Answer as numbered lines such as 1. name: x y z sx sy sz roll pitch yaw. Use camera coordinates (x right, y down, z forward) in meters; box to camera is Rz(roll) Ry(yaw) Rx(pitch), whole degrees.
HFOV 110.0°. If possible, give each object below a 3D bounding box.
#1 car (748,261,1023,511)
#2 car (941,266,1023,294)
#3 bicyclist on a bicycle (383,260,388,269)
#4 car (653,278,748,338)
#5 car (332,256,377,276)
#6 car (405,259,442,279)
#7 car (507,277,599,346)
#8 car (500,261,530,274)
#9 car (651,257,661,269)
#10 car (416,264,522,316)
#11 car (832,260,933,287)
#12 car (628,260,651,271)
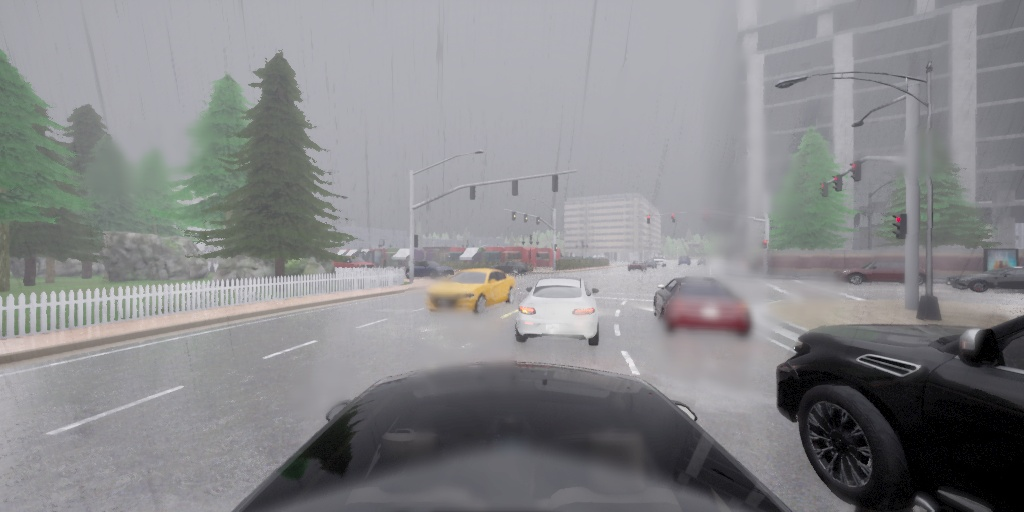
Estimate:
1. car: 3.737 0.971 1.208 2.150 2.045 5.566 0 0 0
2. car: 28.023 1.331 20.145 4.674 1.442 1.812 0 0 29
3. bicyclist on a bicycle: -15.686 1.258 44.313 0.582 1.620 1.656 0 0 -22
4. car: 5.307 1.314 10.435 1.994 1.385 4.181 0 0 17
5. car: -16.568 1.027 37.247 5.566 2.045 2.150 0 0 29
6. car: -7.286 1.157 31.969 4.553 1.767 2.097 0 0 30
7. car: 1.285 1.276 9.432 1.812 1.442 4.674 0 0 11
8. car: -0.384 1.312 40.352 4.892 1.490 1.837 0 0 30
9. car: 22.155 1.297 57.681 2.033 1.411 5.357 0 0 30
10. car: -1.356 1.227 13.778 1.882 1.535 5.008 0 0 19
11. car: 25.942 1.158 25.380 4.553 1.767 2.097 0 0 30
12. car: 17.057 1.351 48.593 1.895 1.301 4.718 0 0 29
